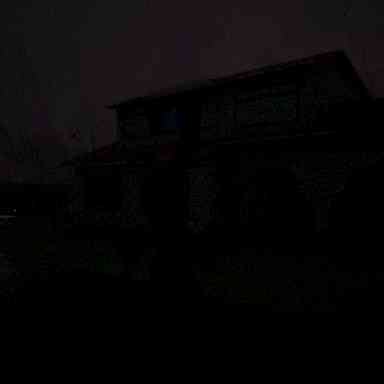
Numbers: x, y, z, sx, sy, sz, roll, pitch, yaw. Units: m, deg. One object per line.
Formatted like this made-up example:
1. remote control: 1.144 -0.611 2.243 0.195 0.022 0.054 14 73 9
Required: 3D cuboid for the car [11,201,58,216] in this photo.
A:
1. car: -15.554 1.564 33.025 1.994 1.385 4.181 0 0 35
